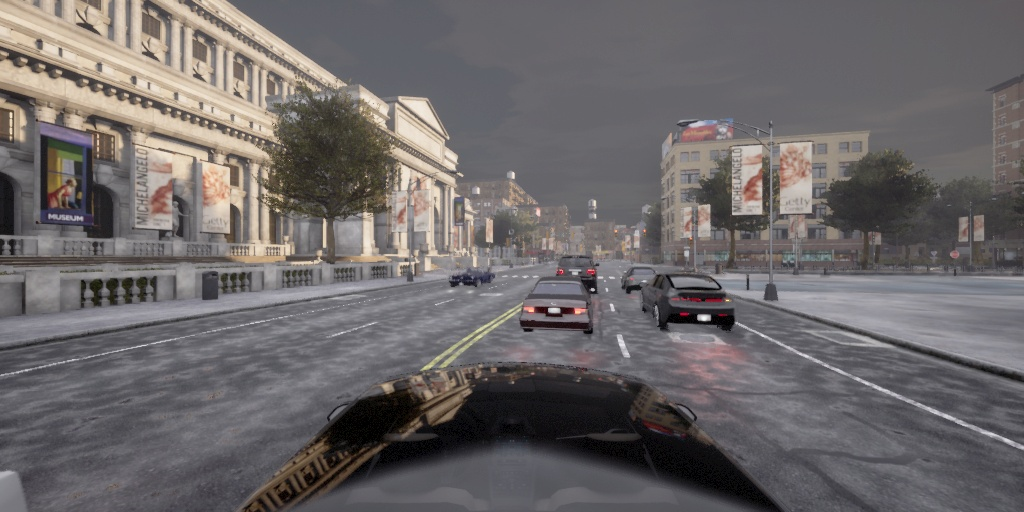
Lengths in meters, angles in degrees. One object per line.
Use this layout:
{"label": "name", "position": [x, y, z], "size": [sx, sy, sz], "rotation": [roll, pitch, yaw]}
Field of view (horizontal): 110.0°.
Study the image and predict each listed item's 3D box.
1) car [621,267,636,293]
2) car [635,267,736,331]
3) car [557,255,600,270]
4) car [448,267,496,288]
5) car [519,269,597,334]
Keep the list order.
{"label": "car", "position": [7.364, 1.314, 20.457], "size": [1.994, 1.385, 4.181], "rotation": [0, 0, 13]}
{"label": "car", "position": [5.218, 1.256, 11.171], "size": [1.837, 1.490, 4.892], "rotation": [0, 0, 12]}
{"label": "car", "position": [3.801, 0.971, 20.677], "size": [2.150, 2.045, 5.566], "rotation": [0, 0, 13]}
{"label": "car", "position": [-2.629, 1.418, 24.349], "size": [1.895, 1.301, 4.718], "rotation": [0, 0, 14]}
{"label": "car", "position": [1.463, 1.297, 10.700], "size": [2.033, 1.411, 5.357], "rotation": [0, 0, 11]}
